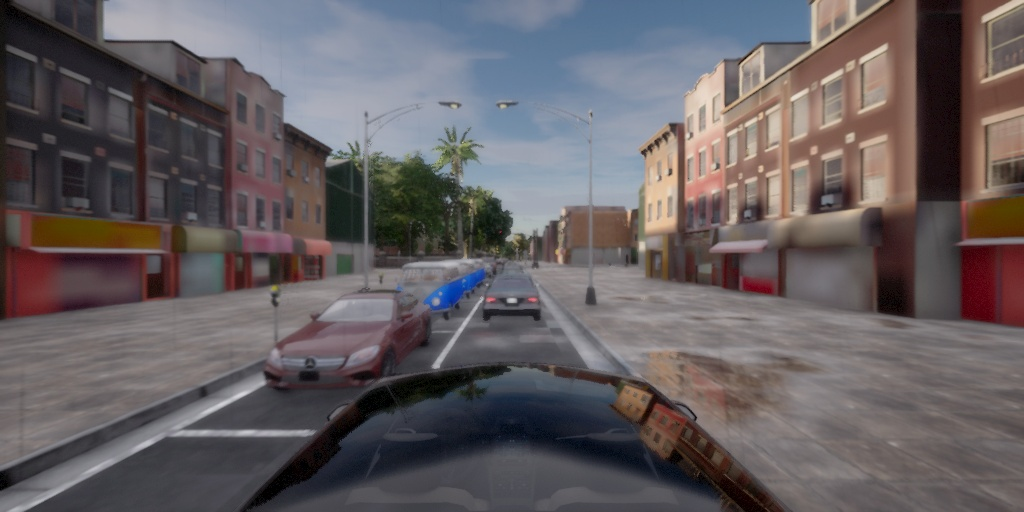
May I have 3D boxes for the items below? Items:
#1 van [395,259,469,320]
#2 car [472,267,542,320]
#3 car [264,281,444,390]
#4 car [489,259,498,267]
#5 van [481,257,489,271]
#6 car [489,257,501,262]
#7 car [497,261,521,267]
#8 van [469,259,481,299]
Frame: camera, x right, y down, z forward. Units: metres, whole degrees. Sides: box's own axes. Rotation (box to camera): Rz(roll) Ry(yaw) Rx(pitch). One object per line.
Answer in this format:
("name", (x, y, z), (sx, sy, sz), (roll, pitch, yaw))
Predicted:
("van", (-2.650, 1.082, 12.229), (1.690, 1.789, 3.998), (0, 0, 0))
("car", (0.009, 1.289, 12.504), (2.033, 1.411, 5.357), (0, 0, 0))
("car", (-2.644, 1.327, 6.765), (1.802, 1.307, 4.207), (0, 0, 0))
("car", (-2.677, 1.275, 34.086), (2.007, 1.370, 4.403), (0, 0, 0))
("van", (-2.663, 1.073, 23.158), (1.690, 1.789, 3.998), (0, 0, 0))
("car", (-2.683, 1.038, 39.549), (2.192, 1.841, 5.009), (0, 0, 0))
("car", (0.006, 1.328, 29.057), (1.895, 1.301, 4.718), (0, 0, 1))
("van", (-2.657, 1.078, 17.694), (1.690, 1.789, 3.998), (0, 0, 0))
